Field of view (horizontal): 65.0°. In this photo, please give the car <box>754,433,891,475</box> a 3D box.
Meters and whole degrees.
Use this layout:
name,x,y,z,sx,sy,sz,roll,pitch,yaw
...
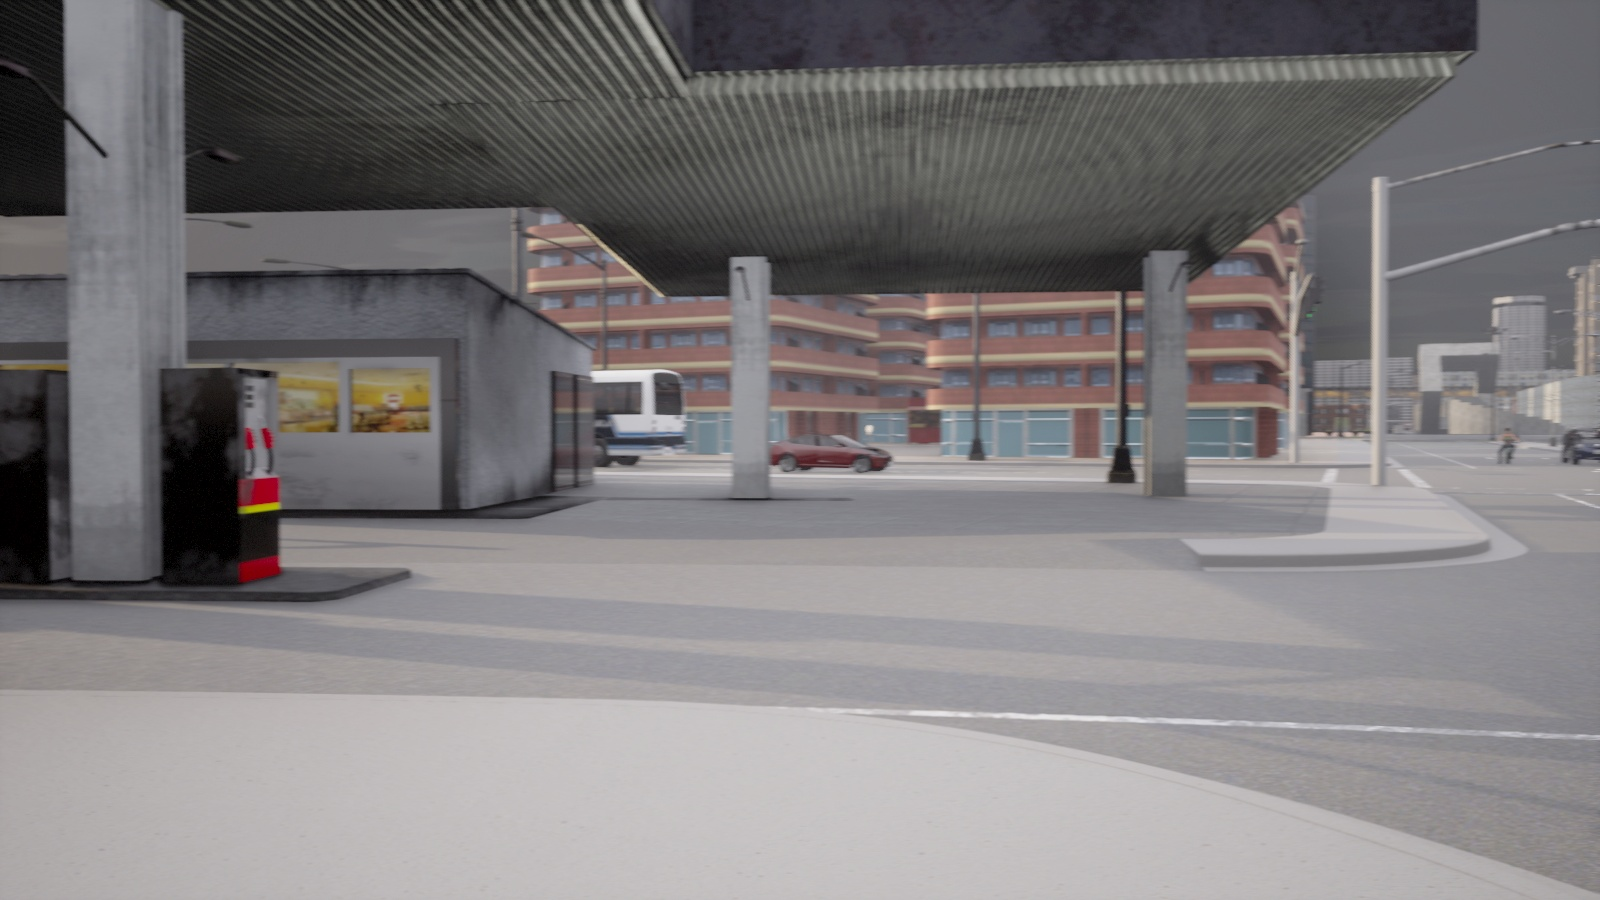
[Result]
name,x,y,z,sx,sy,sz,roll,pitch,yaw
car,0.863,0.115,48.053,4.792,1.488,2.163,1,1,22

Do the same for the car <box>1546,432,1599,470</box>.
name,x,y,z,sx,sy,sz,roll,pitch,yaw
car,34.786,0.024,56.250,1.851,1.617,3.988,1,1,23

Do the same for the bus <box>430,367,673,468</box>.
name,x,y,z,sx,sy,sz,roll,pitch,yaw
bus,-11.209,-1.474,56.687,10.273,4.253,3.944,1,1,22
